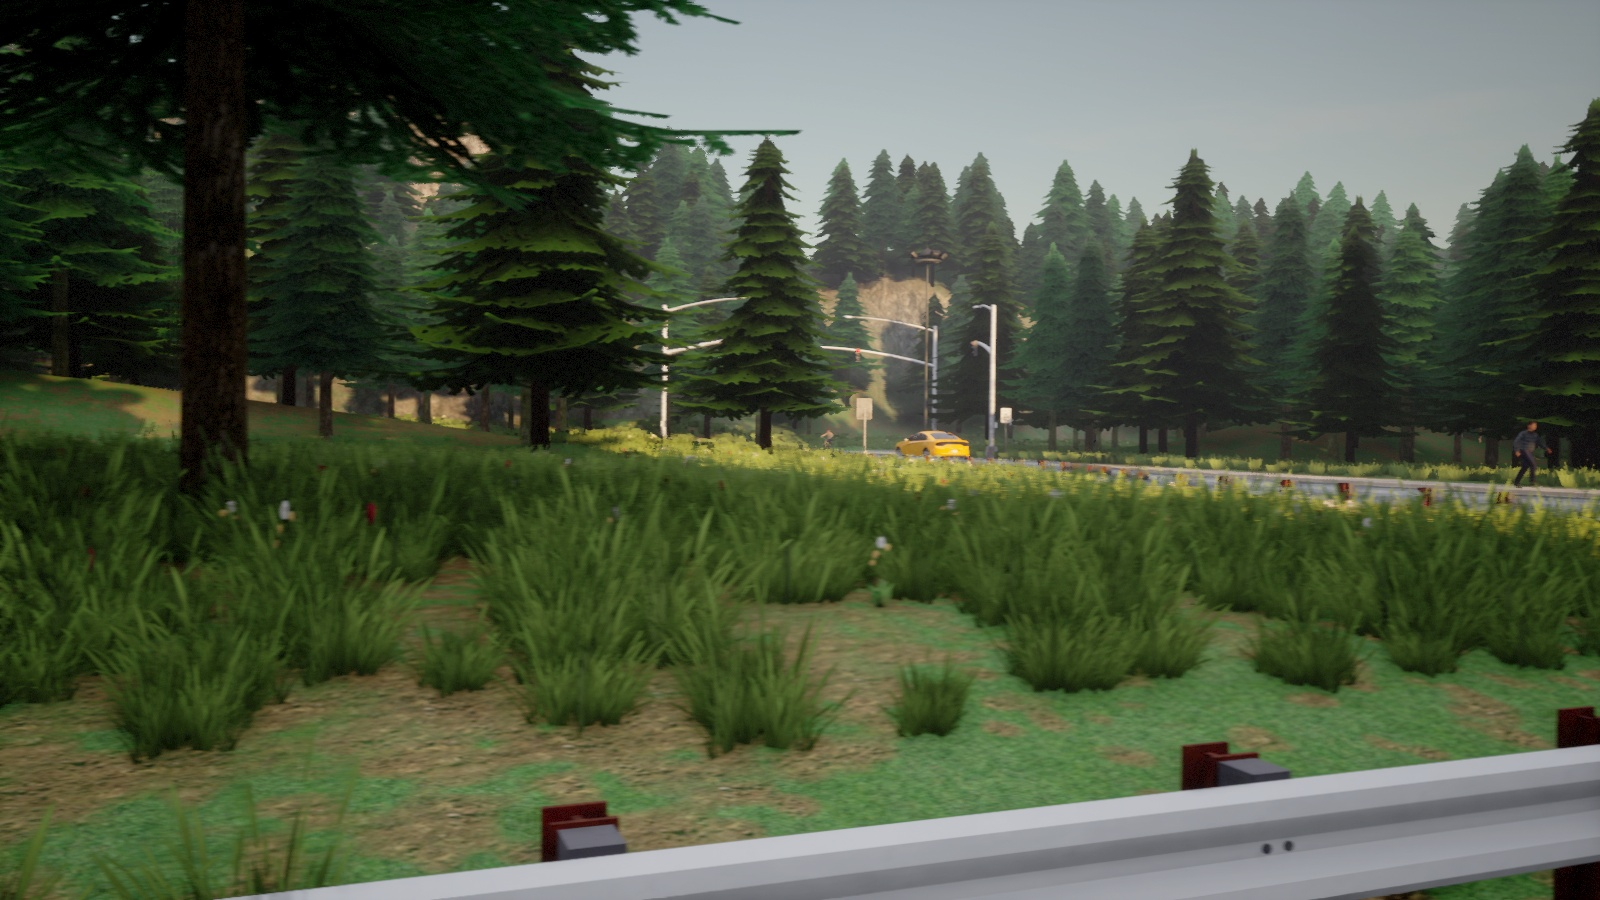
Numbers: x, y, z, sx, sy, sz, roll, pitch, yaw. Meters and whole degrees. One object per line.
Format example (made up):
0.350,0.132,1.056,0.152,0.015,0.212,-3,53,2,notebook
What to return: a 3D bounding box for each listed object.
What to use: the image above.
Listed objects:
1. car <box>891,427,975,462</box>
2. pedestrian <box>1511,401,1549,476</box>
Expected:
6.078,-0.264,58.199,1.882,1.535,5.008,-1,1,-20,car
19.304,-0.316,33.211,0.423,1.949,0.788,-1,1,-20,pedestrian
